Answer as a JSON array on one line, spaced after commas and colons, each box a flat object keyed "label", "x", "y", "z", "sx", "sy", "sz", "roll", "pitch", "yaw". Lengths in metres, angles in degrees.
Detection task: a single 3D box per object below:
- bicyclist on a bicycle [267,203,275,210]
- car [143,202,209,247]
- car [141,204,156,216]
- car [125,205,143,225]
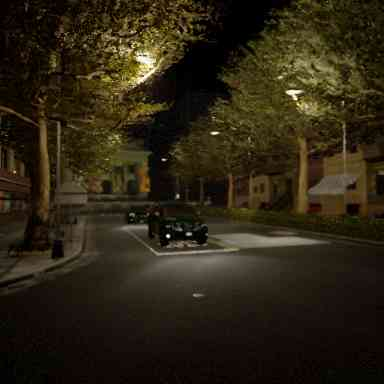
[{"label": "bicyclist on a bicycle", "x": 7.115, "y": 1.825, "z": 30.480, "sx": 1.656, "sy": 1.620, "sz": 0.582, "roll": -1, "pitch": -1, "yaw": -17}, {"label": "car", "x": -0.921, "y": 1.574, "z": 17.565, "sx": 2.150, "sy": 2.045, "sz": 5.566, "roll": 0, "pitch": -1, "yaw": -17}, {"label": "car", "x": -6.374, "y": 2.511, "z": 48.323, "sx": 1.837, "sy": 1.490, "sz": 4.892, "roll": -1, "pitch": -1, "yaw": -10}, {"label": "car", "x": -4.981, "y": 2.003, "z": 30.786, "sx": 2.097, "sy": 1.767, "sz": 4.553, "roll": 0, "pitch": -1, "yaw": -17}]
